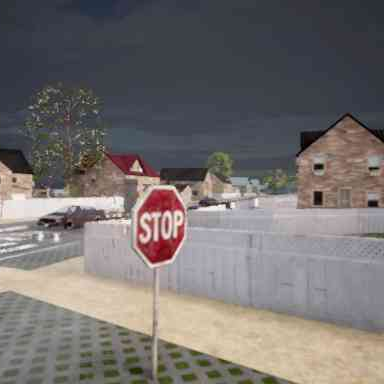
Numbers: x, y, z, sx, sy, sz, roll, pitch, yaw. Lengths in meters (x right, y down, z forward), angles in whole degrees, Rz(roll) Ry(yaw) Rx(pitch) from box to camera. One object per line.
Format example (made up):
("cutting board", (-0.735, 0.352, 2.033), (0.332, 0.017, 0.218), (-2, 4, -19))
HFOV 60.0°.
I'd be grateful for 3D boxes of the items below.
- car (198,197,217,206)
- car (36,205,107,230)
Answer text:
("car", (2.627, 1.504, 54.117), (2.033, 1.411, 5.357), (2, 1, 19))
("car", (-7.938, 1.614, 22.589), (2.033, 1.411, 5.357), (2, 1, 19))
